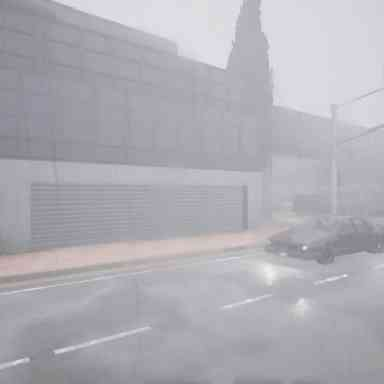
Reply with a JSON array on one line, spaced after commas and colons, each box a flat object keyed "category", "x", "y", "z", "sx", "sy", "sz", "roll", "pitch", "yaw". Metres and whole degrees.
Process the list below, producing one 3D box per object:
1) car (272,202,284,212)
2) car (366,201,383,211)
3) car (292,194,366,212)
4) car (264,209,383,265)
[{"category": "car", "x": 8.297, "y": 1.526, "z": 38.077, "sx": 1.812, "sy": 1.442, "sz": 4.674, "roll": 0, "pitch": 0, "yaw": -37}, {"category": "car", "x": 16.209, "y": 1.492, "z": 27.478, "sx": 2.128, "sy": 1.511, "sz": 4.902, "roll": 0, "pitch": 0, "yaw": -37}, {"category": "car", "x": 11.227, "y": 1.223, "z": 28.270, "sx": 2.150, "sy": 2.045, "sz": 5.566, "roll": 0, "pitch": 0, "yaw": -37}, {"category": "car", "x": 4.996, "y": 1.547, "z": 11.833, "sx": 5.357, "sy": 1.411, "sz": 2.033, "roll": 0, "pitch": 0, "yaw": -35}]
